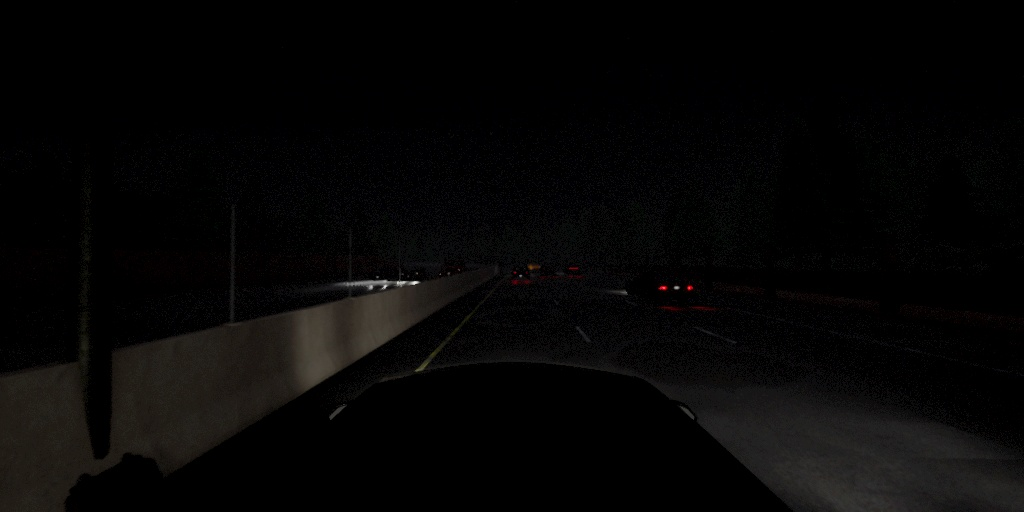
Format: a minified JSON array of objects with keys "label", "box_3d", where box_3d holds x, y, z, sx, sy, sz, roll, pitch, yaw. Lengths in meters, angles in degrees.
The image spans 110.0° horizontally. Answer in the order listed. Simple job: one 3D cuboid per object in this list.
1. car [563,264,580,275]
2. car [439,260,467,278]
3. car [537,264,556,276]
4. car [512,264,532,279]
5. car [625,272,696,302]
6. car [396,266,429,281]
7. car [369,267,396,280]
[{"label":"car","box_3d":[8.219,1.861,49.757,2.128,1.511,4.902,0,-1,1]},{"label":"car","box_3d":[-6.163,1.433,38.233,2.150,2.045,5.566,0,-1,2]},{"label":"car","box_3d":[4.667,1.817,47.577,1.882,1.535,5.008,0,-1,1]},{"label":"car","box_3d":[0.996,1.843,40.343,1.895,1.301,4.718,0,-1,1]},{"label":"car","box_3d":[7.474,1.521,18.608,2.033,1.411,5.357,0,-1,1]},{"label":"car","box_3d":[-9.733,1.704,36.268,1.812,1.442,4.674,0,-1,2]},{"label":"car","box_3d":[-13.191,1.792,37.538,1.895,1.301,4.718,0,-1,2]}]
